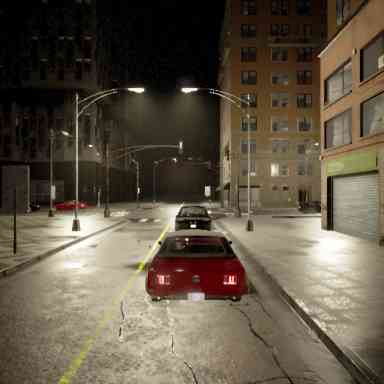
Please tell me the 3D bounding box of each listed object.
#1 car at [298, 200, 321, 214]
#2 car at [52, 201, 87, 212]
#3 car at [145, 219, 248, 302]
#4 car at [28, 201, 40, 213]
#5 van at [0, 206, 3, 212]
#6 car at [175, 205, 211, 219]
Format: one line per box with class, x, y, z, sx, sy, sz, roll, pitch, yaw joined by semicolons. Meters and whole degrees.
car;12.032;1.415;30.761;4.313;1.339;1.947;0;0;0
car;-14.564;1.702;39.248;4.206;1.307;1.802;0;0;0
car;0.079;1.601;8.213;1.895;1.301;4.718;0;0;0
car;-20.212;1.726;39.240;4.313;1.339;1.947;0;0;0
van;-20.193;1.426;30.716;3.998;1.788;1.690;0;0;0
car;0.054;1.474;18.362;1.882;1.535;5.008;0;0;0
